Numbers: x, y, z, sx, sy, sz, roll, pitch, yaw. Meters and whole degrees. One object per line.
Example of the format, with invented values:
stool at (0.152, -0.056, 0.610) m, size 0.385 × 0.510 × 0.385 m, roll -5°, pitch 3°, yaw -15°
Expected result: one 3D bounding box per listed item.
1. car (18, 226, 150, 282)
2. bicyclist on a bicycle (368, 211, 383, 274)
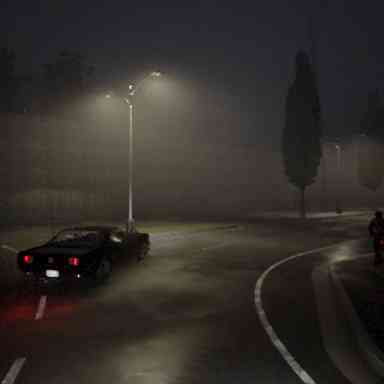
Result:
car at (-2.849, 1.678, 10.128) m, size 1.895 × 1.301 × 4.718 m, roll 0°, pitch 0°, yaw 12°
bicyclist on a bicycle at (5.194, 1.360, 9.189) m, size 0.582 × 1.620 × 1.656 m, roll 0°, pitch -1°, yaw 19°
